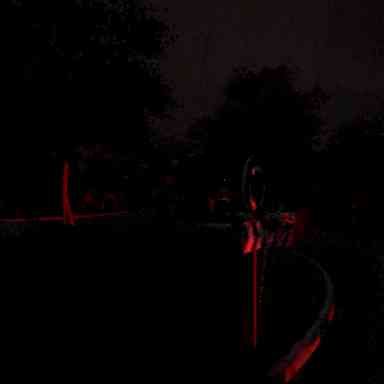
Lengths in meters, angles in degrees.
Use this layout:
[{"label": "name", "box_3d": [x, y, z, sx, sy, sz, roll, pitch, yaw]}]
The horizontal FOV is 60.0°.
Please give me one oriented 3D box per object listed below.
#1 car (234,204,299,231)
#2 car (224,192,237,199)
[{"label": "car", "box_3d": [5.928, 1.968, 27.038, 2.150, 2.045, 5.566, 1, -2, -38]}, {"label": "car", "box_3d": [10.199, 0.896, 87.865, 1.837, 1.490, 4.892, -1, 3, 35]}]
